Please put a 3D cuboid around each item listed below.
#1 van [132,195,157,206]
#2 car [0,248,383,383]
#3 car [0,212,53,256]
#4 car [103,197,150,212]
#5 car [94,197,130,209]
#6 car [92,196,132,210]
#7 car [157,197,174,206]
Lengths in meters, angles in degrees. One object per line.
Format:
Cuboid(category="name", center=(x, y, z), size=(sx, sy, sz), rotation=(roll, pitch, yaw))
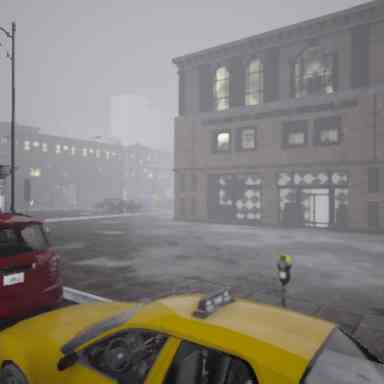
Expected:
Cuboid(category="van", center=(-7.714, 1.317, 50.621), size=(1.690, 1.788, 3.998), rotation=(0, 0, 35))
Cuboid(category="car", center=(-0.034, 1.516, 2.895), size=(4.829, 1.417, 1.752), rotation=(0, 0, 35))
Cuboid(category="car", center=(-4.409, 1.276, 6.005), size=(5.009, 1.841, 2.192), rotation=(0, 0, 35))
Cuboid(category="car", center=(-7.144, 1.517, 36.733), size=(1.887, 1.381, 4.507), rotation=(0, 0, 35))
Cuboid(category="car", center=(-10.981, 1.473, 45.955), size=(1.752, 1.417, 4.829), rotation=(0, 0, 35))
Cuboid(category="car", center=(-10.410, 1.454, 42.240), size=(1.837, 1.490, 4.892), rotation=(0, 0, 35))
Cuboid(category="car", center=(-4.545, 1.554, 55.147), size=(2.008, 1.369, 4.403), rotation=(0, 0, 35))
